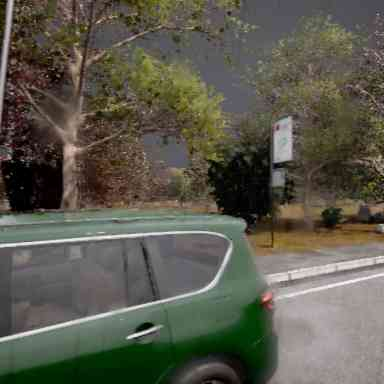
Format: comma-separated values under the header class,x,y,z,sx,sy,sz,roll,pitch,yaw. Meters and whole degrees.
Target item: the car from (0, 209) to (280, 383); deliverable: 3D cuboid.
class,x,y,z,sx,sy,sz,roll,pitch,yaw
car,-1.751,1.207,2.606,5.566,2.045,2.150,1,0,-34
